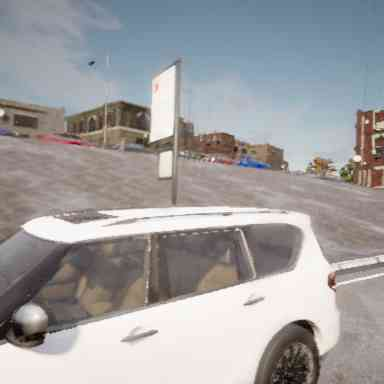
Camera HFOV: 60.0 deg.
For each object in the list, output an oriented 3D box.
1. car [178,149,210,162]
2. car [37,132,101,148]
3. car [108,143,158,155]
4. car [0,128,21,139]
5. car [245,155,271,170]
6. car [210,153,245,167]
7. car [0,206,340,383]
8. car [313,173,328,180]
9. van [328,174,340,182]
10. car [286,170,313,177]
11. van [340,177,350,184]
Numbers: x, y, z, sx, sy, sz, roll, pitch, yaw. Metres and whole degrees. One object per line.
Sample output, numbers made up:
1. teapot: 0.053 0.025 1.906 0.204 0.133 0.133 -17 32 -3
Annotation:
1. car: -1.005 -3.362 32.689 4.892 1.521 2.231 2 -1 -40
2. car: -9.403 -3.697 25.685 4.792 1.488 2.163 2 -1 -38
3. car: -5.130 -3.503 29.173 4.674 1.452 2.002 2 -1 -39
4. car: -13.902 -4.043 22.152 4.553 1.767 2.185 2 -1 -37
5. car: 7.320 -3.183 40.251 5.566 2.045 2.435 3 -1 -43
6. car: 3.201 -3.283 36.441 4.553 1.767 2.185 3 -1 -42
7. car: -0.864 1.202 3.242 5.566 2.045 2.150 0 0 -35
8. car: 18.955 -2.099 52.029 2.002 1.452 4.674 1 -2 43
9. van: 22.809 -2.051 56.197 1.878 1.987 4.442 1 -2 43
10. car: 15.139 -2.385 48.018 2.002 1.452 4.674 1 -2 45
11. van: 26.455 -1.724 60.354 1.878 1.987 4.442 1 -3 41
